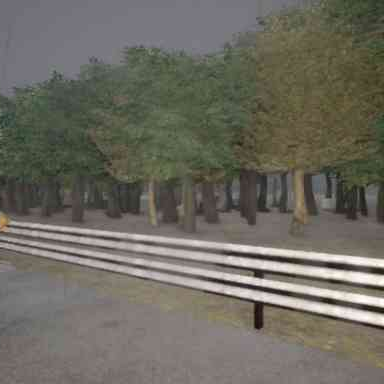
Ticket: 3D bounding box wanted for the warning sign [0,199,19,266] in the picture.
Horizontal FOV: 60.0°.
[{"bbox_3d":[-5.924,1.148,9.594,1.060,1.860,1.300,0,0,37],"label":"warning sign"}]
